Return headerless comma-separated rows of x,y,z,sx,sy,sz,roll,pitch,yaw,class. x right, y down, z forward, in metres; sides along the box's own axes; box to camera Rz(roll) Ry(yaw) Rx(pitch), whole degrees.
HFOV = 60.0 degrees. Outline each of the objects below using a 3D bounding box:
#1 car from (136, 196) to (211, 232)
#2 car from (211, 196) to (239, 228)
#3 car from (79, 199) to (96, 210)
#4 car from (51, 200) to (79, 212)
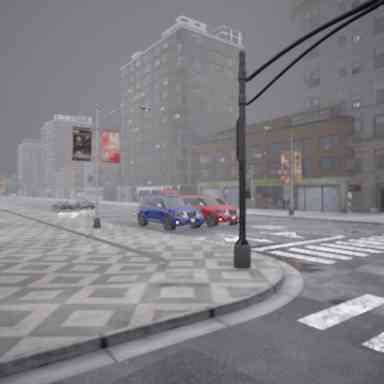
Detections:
-1.561,1.277,21.242,2.150,2.045,5.566,0,0,-36,car
1.021,1.274,23.217,2.150,2.045,5.566,0,0,-36,car
-14.561,1.683,44.755,2.033,1.411,5.357,0,0,-35,car
-15.857,1.734,40.978,1.895,1.301,4.718,0,0,-36,car
